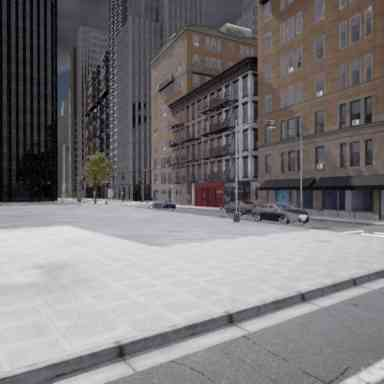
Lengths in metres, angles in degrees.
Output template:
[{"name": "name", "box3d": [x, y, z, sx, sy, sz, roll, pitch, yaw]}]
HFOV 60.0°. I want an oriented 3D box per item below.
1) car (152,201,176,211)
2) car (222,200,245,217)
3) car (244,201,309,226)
[{"name": "car", "box3d": [-3.773, 1.804, 44.821, 1.895, 1.301, 4.718, 0, 0, -26]}, {"name": "car", "box3d": [4.801, 1.619, 33.540, 1.837, 1.490, 4.892, 0, 0, -26]}, {"name": "car", "box3d": [6.345, 1.569, 24.298, 2.128, 1.511, 4.902, 0, 0, -26]}]
